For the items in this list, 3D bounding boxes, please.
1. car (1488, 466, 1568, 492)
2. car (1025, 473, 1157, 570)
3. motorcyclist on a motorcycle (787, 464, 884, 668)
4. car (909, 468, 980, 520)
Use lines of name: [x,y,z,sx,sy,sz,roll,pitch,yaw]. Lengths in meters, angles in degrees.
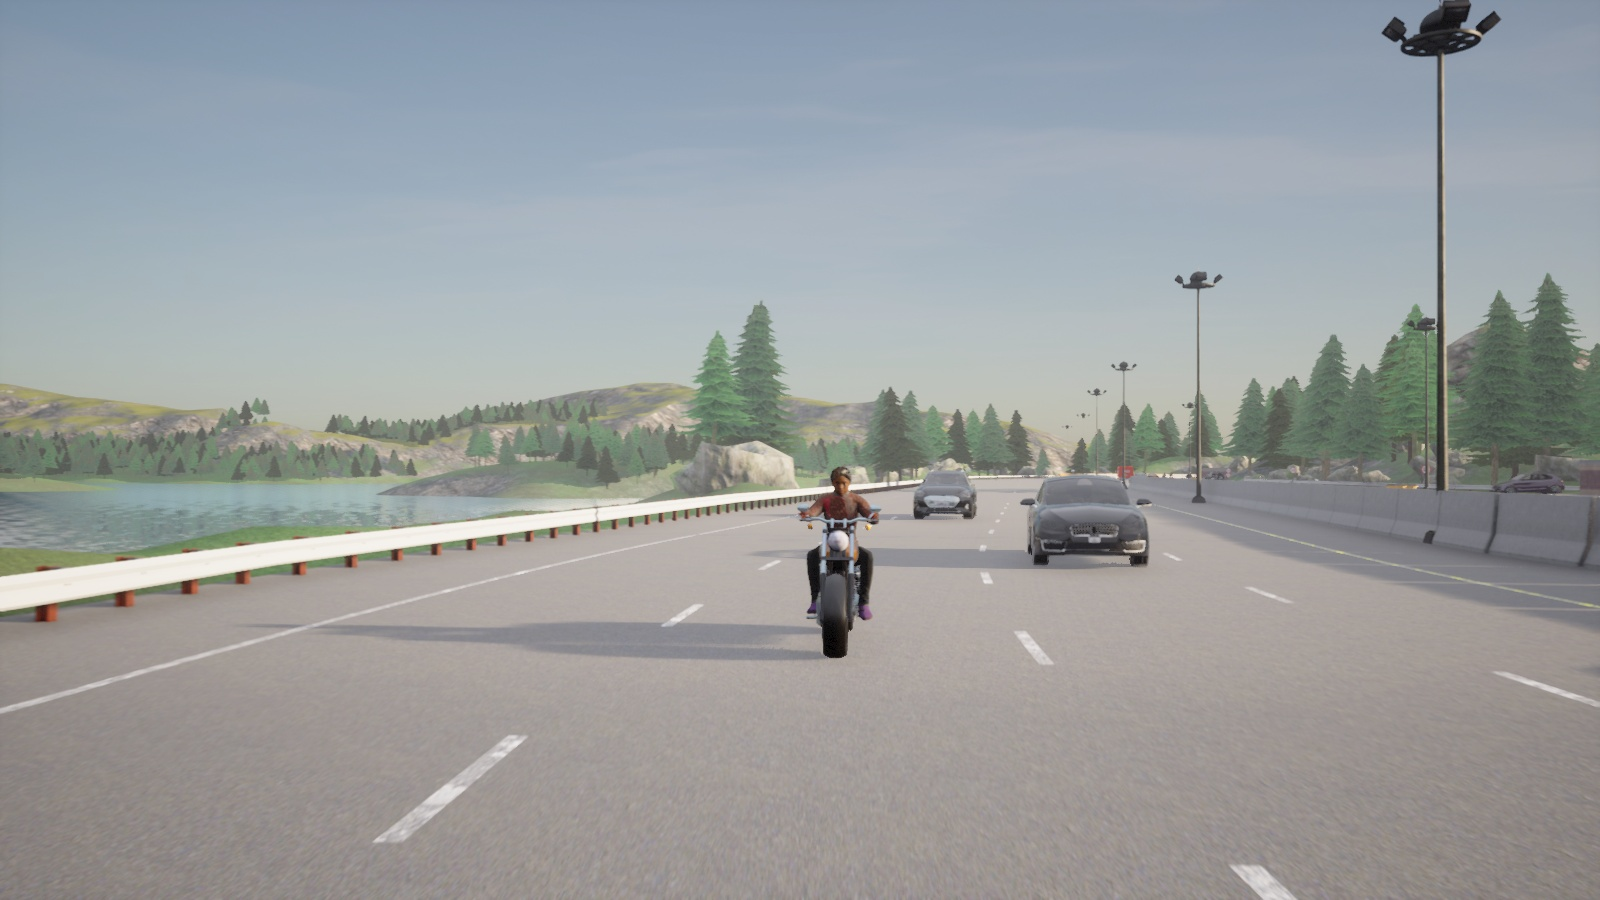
car: [48.909,1.932,84.411,4.193,1.474,1.816,-4,-2,10]
car: [4.998,1.171,22.146,1.837,1.490,4.892,-1,-1,8]
motorcyclist on a motorcycle: [0.364,0.954,11.345,0.766,1.649,2.350,0,-1,4]
car: [4.906,1.430,42.064,2.033,1.649,4.856,0,-1,10]
